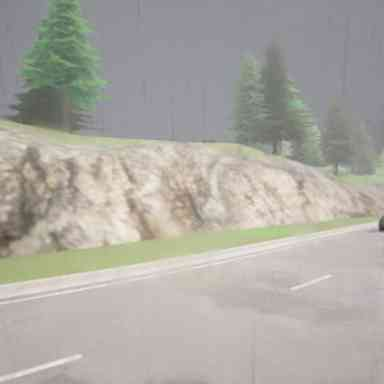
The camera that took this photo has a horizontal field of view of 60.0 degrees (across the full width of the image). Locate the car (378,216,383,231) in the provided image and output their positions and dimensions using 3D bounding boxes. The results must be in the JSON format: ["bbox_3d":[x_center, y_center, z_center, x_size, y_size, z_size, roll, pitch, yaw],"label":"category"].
[{"bbox_3d":[13.462,1.766,21.144,4.181,1.385,1.994,0,-1,-45],"label":"car"}]
